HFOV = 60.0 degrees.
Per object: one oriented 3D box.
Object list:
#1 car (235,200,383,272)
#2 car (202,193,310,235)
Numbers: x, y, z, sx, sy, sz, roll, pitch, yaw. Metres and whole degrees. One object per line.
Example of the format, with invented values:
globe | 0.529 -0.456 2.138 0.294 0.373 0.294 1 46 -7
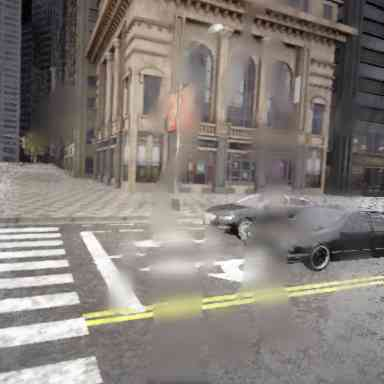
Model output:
car | 4.116 1.103 9.109 5.357 1.411 2.033 1 4 -24
car | 2.775 0.787 12.055 4.902 1.511 2.128 1 4 -24
